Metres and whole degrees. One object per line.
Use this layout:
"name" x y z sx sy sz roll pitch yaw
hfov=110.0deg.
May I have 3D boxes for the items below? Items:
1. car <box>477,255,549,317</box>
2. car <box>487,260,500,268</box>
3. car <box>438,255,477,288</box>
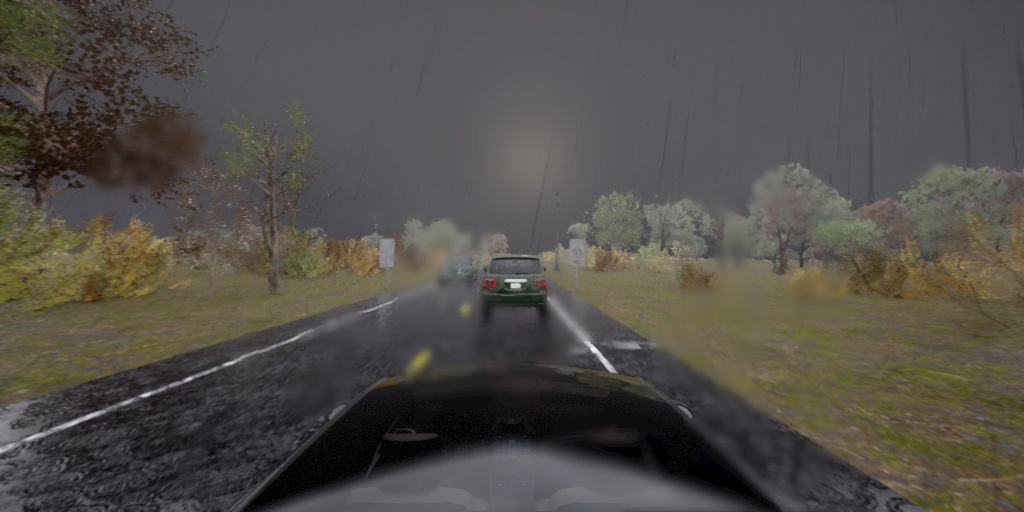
"car" 0.115 0.976 13.278 2.150 2.045 5.566 0 0 0
"car" -3.152 1.379 62.804 1.895 1.301 4.718 0 0 1
"car" -3.544 0.981 24.567 2.150 2.045 5.566 0 0 0
